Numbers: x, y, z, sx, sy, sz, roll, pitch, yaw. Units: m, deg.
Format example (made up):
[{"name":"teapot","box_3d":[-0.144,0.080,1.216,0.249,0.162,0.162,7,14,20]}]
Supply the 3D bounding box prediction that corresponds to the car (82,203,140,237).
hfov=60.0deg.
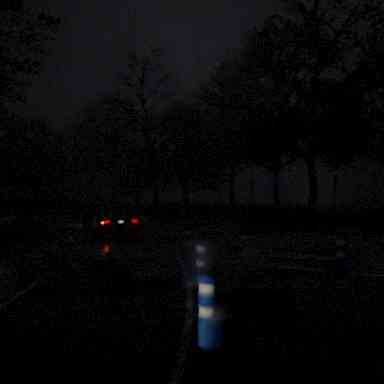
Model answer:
[{"name":"car","box_3d":[-4.054,1.253,16.101,2.033,1.411,5.357,0,1,-26]}]
